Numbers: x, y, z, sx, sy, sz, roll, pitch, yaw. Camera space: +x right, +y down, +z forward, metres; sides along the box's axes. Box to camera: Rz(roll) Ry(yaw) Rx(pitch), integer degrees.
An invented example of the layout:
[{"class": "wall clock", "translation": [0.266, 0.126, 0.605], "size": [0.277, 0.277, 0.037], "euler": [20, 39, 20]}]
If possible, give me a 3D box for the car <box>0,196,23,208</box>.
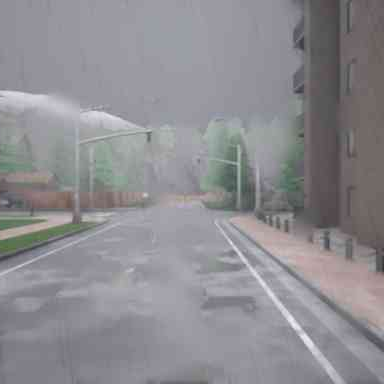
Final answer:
[{"class": "car", "translation": [-25.047, 1.213, 45.509], "size": [1.932, 1.855, 4.605], "euler": [0, 0, -1]}]
